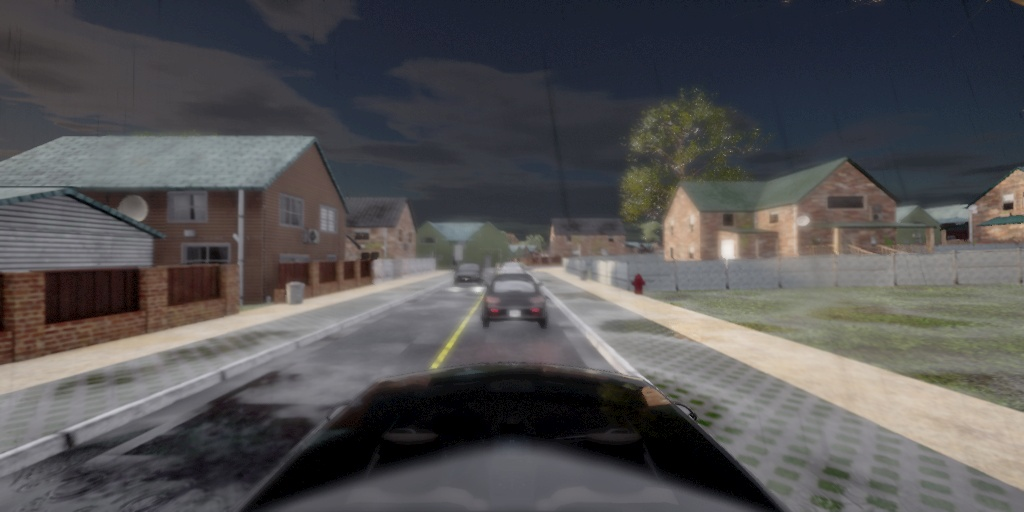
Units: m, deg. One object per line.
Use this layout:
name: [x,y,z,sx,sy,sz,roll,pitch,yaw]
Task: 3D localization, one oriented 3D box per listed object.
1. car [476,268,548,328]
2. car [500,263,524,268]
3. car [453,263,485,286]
car: [0.054,1.268,11.280,1.812,1.442,4.674,0,0,-1]
car: [0.006,1.266,28.636,1.812,1.442,4.674,0,0,0]
car: [-2.914,1.245,25.236,1.837,1.490,4.892,0,0,0]
